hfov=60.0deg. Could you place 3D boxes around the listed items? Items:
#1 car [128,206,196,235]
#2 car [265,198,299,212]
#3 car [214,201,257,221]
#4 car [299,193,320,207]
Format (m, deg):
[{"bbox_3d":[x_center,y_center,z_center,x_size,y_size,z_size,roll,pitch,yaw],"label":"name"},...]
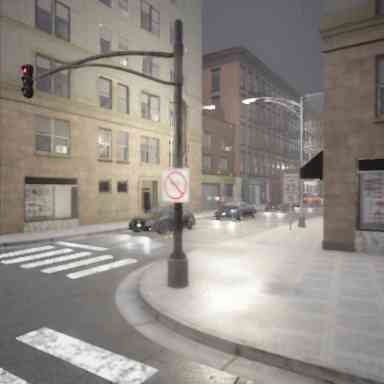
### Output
[{"bbox_3d":[-1.556,1.484,18.406,1.994,1.385,4.181,0,1,34],"label":"car"},{"bbox_3d":[8.980,1.282,33.917,1.994,1.385,4.181,0,1,34],"label":"car"},{"bbox_3d":[3.416,1.390,25.734,1.994,1.385,4.181,0,1,34],"label":"car"},{"bbox_3d":[14.768,0.959,42.383,2.097,1.767,4.553,0,1,35],"label":"car"}]
